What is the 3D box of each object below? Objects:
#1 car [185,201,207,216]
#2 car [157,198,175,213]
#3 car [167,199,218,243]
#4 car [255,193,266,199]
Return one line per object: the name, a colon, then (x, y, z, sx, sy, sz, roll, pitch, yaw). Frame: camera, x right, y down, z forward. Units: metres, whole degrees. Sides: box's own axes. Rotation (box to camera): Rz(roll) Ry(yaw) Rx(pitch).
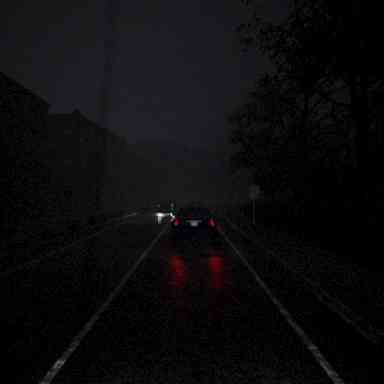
car: (0.503, 1.700, 35.748, 2.033, 1.411, 5.357, 0, 0, 5)
car: (-2.868, 1.529, 40.168, 2.097, 1.767, 4.553, 0, 0, 6)
car: (0.094, 1.424, 16.561, 2.097, 1.767, 4.553, 0, 0, 0)
car: (15.539, 1.090, 76.443, 4.892, 1.490, 1.837, -1, 0, -32)
